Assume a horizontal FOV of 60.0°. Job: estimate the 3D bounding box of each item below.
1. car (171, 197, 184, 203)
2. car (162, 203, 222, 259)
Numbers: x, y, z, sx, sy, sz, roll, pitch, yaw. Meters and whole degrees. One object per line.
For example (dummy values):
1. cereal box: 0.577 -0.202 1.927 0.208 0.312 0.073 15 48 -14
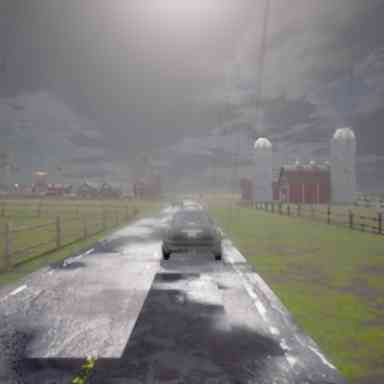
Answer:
1. car: -2.758 1.922 64.326 2.150 2.045 5.566 0 -1 1
2. car: 0.020 1.496 13.436 2.097 1.767 4.553 0 -1 0
